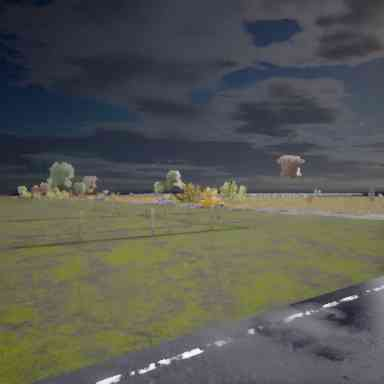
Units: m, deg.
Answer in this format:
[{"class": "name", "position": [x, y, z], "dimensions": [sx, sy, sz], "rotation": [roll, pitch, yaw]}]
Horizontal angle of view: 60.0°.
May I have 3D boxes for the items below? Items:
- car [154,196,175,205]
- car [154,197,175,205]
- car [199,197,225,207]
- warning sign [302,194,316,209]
[{"class": "car", "position": [-5.487, 1.649, 65.343], "dimensions": [1.882, 1.535, 5.008], "rotation": [0, 0, -35]}, {"class": "car", "position": [-4.850, 1.802, 59.644], "dimensions": [1.895, 1.301, 4.718], "rotation": [0, 0, -35]}, {"class": "car", "position": [3.126, 1.597, 53.061], "dimensions": [1.882, 1.535, 5.008], "rotation": [0, 0, -35]}, {"class": "warning sign", "position": [14.509, 1.177, 41.101], "dimensions": [1.300, 1.860, 1.060], "rotation": [0, 0, -35]}]
